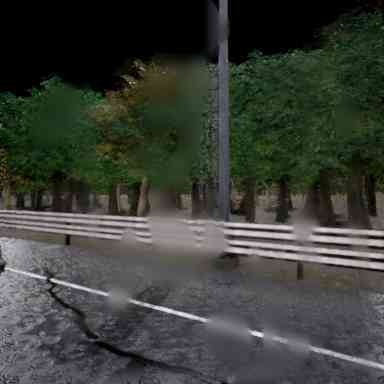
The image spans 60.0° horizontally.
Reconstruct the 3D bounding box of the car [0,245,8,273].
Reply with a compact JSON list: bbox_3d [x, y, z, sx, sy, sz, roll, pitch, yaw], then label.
[{"bbox_3d":[-7.144,1.599,9.090,5.357,1.411,2.033,0,0,35],"label":"car"}]
